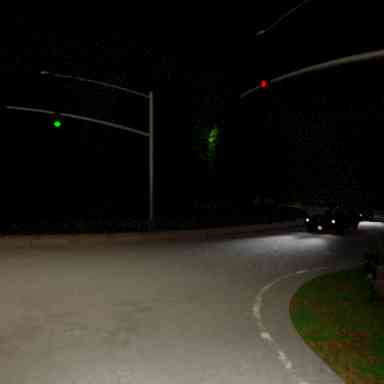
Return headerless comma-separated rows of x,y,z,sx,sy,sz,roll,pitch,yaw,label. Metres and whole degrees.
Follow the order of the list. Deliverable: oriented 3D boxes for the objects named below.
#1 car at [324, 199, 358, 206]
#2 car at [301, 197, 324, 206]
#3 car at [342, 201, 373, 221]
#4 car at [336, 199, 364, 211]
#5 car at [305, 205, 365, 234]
17.095,1.714,38.356,1.837,1.490,4.892,0,0,9,car
20.307,1.673,55.668,2.097,1.767,4.553,0,0,-15,car
14.244,1.711,28.474,1.994,1.385,4.181,0,0,23,car
21.515,1.757,45.500,1.837,1.490,4.892,0,0,4,car
8.626,1.700,20.218,1.895,1.301,4.718,0,-1,42,car
